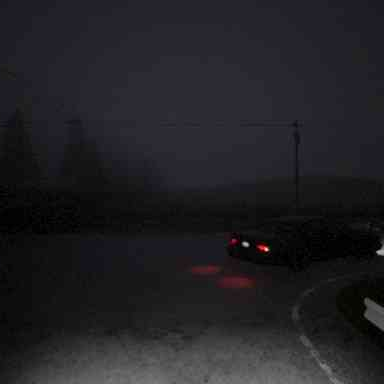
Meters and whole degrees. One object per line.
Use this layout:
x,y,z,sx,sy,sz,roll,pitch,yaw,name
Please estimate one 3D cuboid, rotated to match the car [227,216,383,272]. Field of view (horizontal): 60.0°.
3.699,1.470,10.515,5.357,1.411,2.033,-1,2,-30,car
